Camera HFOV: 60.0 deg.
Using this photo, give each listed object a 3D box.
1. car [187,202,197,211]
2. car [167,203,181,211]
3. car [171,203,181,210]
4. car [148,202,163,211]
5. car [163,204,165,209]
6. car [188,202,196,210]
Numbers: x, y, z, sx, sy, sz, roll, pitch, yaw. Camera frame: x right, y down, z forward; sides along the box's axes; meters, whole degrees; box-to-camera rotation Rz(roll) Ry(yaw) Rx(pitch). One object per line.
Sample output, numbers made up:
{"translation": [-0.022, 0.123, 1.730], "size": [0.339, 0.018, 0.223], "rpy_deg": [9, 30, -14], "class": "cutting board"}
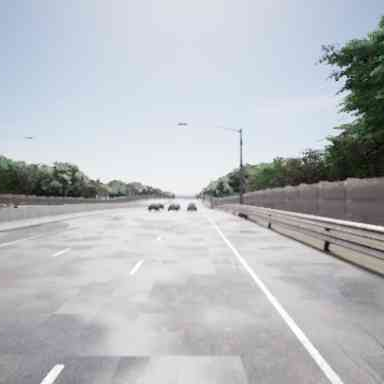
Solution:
{"translation": [0.006, 2.876, 61.669], "size": [1.895, 1.301, 4.718], "rpy_deg": [0, -2, 0], "class": "car"}
{"translation": [-3.494, 2.800, 61.642], "size": [1.812, 1.442, 4.674], "rpy_deg": [0, -2, 0], "class": "car"}
{"translation": [-3.493, 3.069, 71.648], "size": [1.994, 1.385, 4.181], "rpy_deg": [0, -2, 0], "class": "car"}
{"translation": [-6.994, 2.762, 61.228], "size": [1.837, 1.490, 4.892], "rpy_deg": [0, -2, 0], "class": "car"}
{"translation": [-6.993, 2.994, 71.652], "size": [1.882, 1.535, 5.008], "rpy_deg": [0, -2, 0], "class": "car"}
{"translation": [0.007, 3.017, 71.650], "size": [1.837, 1.490, 4.892], "rpy_deg": [0, -2, 0], "class": "car"}
